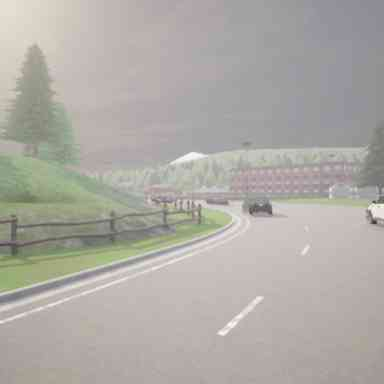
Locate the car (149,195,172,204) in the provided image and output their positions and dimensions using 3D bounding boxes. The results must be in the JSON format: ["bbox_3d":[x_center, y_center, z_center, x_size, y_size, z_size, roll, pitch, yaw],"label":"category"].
[{"bbox_3d":[-5.450,1.302,57.662,1.882,1.535,5.008,0,0,-41],"label":"car"}]

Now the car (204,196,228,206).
[{"bbox_3d":[3.705,1.365,51.287,1.994,1.385,4.181,0,0,-32],"label":"car"}]

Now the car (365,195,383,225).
[{"bbox_3d":[12.200,1.093,19.615,2.150,2.045,5.566,0,0,12],"label":"car"}]

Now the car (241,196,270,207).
[{"bbox_3d":[9.153,1.311,48.458,1.812,1.442,4.674,0,0,-25],"label":"car"}]

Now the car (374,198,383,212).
[{"bbox_3d":[20.072,1.314,32.558,1.812,1.442,4.674,0,0,-4],"label":"car"}]

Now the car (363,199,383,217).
[{"bbox_3d":[16.870,1.366,28.192,2.033,1.411,5.357,0,0,0],"label":"car"}]

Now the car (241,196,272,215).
[{"bbox_3d":[6.080,1.210,31.794,2.097,1.767,4.553,0,0,-2],"label":"car"}]
